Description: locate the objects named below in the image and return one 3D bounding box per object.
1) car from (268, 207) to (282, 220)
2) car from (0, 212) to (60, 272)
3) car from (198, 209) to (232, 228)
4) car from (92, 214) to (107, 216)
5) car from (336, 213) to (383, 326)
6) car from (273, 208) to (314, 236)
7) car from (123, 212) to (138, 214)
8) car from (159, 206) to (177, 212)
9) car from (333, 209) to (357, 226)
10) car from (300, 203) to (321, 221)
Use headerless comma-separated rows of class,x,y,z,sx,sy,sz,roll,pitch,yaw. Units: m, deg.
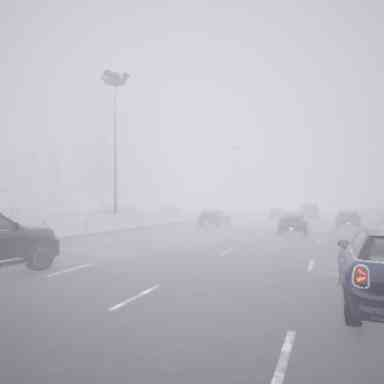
car,10.277,2.569,39.434,1.837,1.490,4.892,-1,-1,23
car,-6.250,1.412,9.059,2.150,2.045,5.566,-1,-1,23
car,2.091,2.234,28.958,1.837,1.490,4.892,-1,-2,23
car,-12.568,2.665,48.570,2.097,1.767,4.553,-1,-2,23
car,4.298,1.492,7.059,2.097,1.767,4.553,-1,-1,23
car,7.014,2.060,22.596,1.837,1.490,4.892,-1,-1,23
car,-9.340,2.612,47.219,2.097,1.767,4.553,-1,-2,23
car,-2.896,2.523,44.487,2.033,1.411,5.357,-1,-2,23
car,13.048,2.234,27.939,1.837,1.490,4.892,-1,-2,23
car,13.598,2.262,38.313,2.150,2.045,5.566,-1,-1,23
